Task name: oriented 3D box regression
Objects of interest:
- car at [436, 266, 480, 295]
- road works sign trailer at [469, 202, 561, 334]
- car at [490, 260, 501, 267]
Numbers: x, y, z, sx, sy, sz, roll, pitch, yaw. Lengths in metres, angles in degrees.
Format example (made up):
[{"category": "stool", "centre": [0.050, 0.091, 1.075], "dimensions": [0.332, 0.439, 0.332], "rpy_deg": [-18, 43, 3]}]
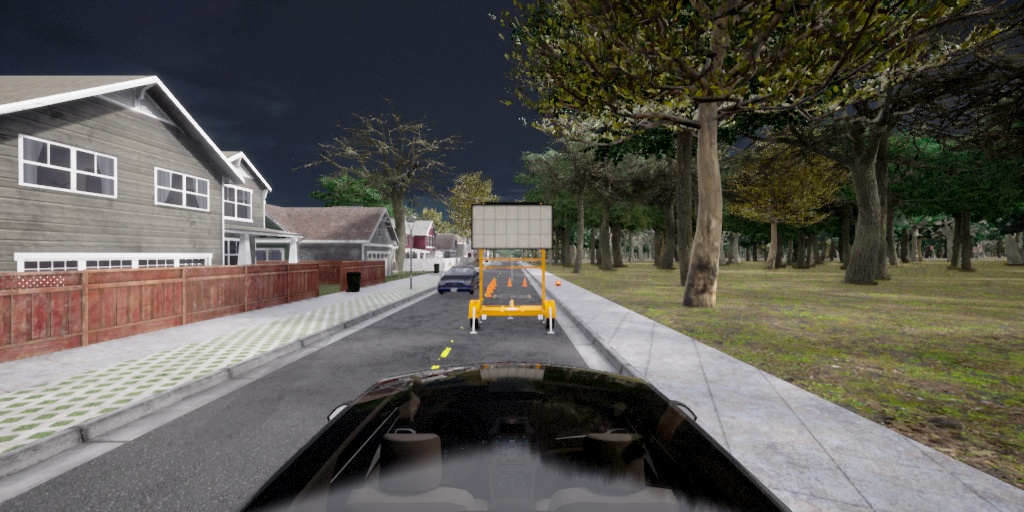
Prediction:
[{"category": "car", "centre": [-2.837, 1.298, 20.166], "dimensions": [2.033, 1.411, 5.357], "rpy_deg": [0, 0, 0]}, {"category": "road works sign trailer", "centre": [0.008, 0.214, 10.633], "dimensions": [2.380, 3.560, 2.880], "rpy_deg": [0, 0, 0]}, {"category": "car", "centre": [-2.792, 1.377, 61.244], "dimensions": [1.895, 1.301, 4.718], "rpy_deg": [0, 0, 0]}]
